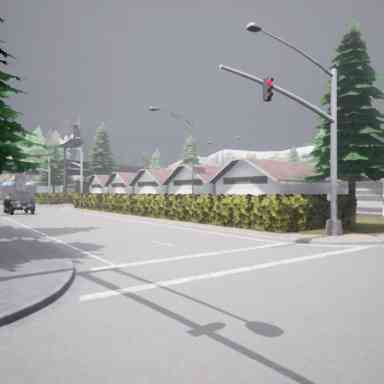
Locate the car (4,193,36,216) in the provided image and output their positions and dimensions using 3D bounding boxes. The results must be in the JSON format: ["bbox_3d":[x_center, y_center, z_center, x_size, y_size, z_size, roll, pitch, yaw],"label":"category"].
[{"bbox_3d":[-17.486,1.104,33.669,2.150,2.045,5.566,0,0,-36],"label":"car"}]
